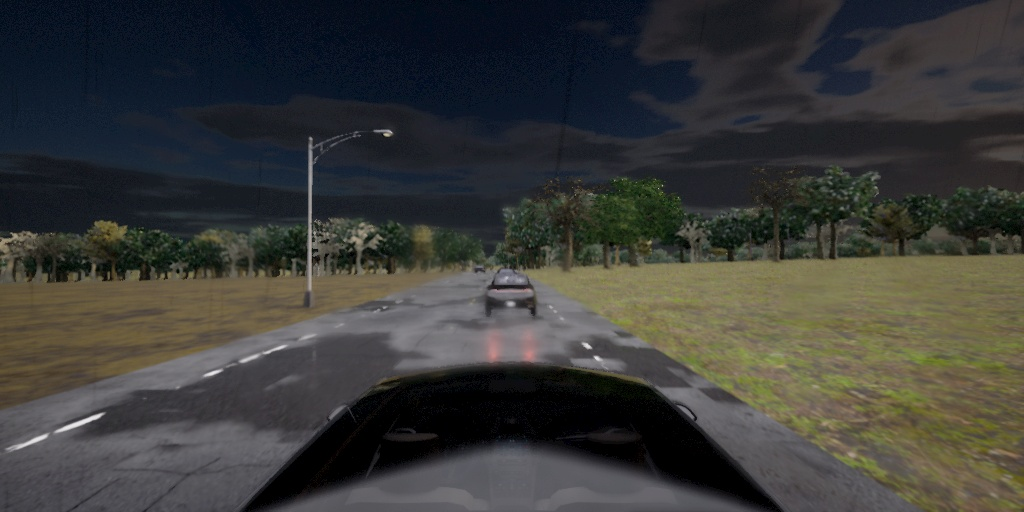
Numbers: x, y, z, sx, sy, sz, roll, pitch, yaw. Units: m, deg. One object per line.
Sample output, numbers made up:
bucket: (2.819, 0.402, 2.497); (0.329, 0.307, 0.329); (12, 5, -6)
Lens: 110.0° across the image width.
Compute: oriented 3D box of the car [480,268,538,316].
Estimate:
car: (-0.046, 1.408, 14.225); (2.128, 1.511, 4.902); (0, -1, 0)

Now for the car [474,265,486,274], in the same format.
car: (-5.382, 2.225, 60.404); (2.033, 1.411, 5.357); (0, -2, -2)
